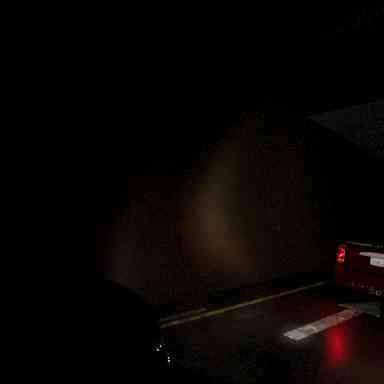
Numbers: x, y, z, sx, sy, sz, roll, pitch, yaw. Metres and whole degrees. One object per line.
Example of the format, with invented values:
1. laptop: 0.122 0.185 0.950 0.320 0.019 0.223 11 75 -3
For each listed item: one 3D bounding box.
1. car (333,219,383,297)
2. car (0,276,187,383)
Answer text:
1. car: 5.270 1.352 7.540 4.553 1.767 2.097 0 0 -35
2. car: -2.705 1.221 1.856 5.566 2.045 2.150 0 0 -35
